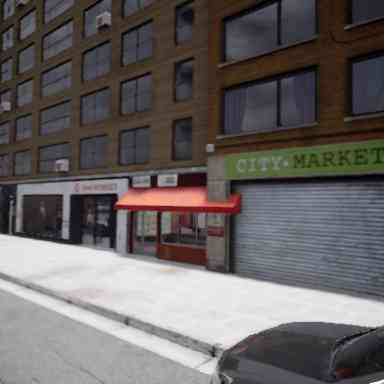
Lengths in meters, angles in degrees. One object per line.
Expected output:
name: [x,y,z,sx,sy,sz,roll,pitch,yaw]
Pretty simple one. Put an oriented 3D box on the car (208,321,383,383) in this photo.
car: [2.327,1.645,2.218,4.892,1.490,1.837,-1,-3,39]
